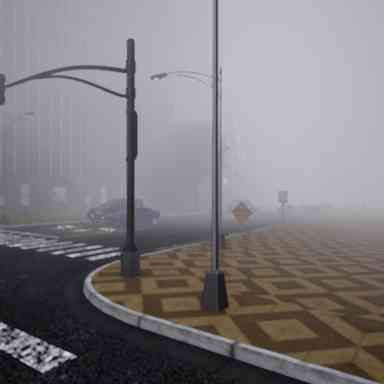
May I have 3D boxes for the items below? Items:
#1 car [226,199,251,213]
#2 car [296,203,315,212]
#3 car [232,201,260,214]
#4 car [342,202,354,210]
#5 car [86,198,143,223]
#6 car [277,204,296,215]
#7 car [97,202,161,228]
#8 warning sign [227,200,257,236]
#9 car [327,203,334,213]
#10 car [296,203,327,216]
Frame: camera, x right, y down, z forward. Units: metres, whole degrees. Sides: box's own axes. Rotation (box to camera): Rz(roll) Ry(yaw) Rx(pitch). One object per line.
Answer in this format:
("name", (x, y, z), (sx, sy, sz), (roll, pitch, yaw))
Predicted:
("car", (7.034, 2.005, 48.856), (2.150, 2.045, 5.566), (0, -1, 33))
("car", (18.729, 2.566, 54.968), (1.994, 1.385, 4.181), (0, -1, 33))
("car", (7.300, 2.273, 43.283), (1.994, 1.385, 4.181), (0, -1, 33))
("car", (31.105, 2.750, 66.173), (1.801, 1.575, 5.366), (0, -1, 33))
("car", (-6.229, 1.564, 28.197), (2.150, 2.045, 5.566), (0, -1, 33))
("car", (13.221, 2.347, 46.273), (1.812, 1.442, 4.674), (0, -1, 33))
("car", (-4.394, 1.800, 25.035), (1.882, 1.535, 5.008), (0, -1, 33))
("warning sign", (2.817, 1.440, 18.738), (1.300, 1.860, 1.060), (1, 1, 33))
("car", (21.467, 2.516, 53.217), (1.837, 1.490, 4.892), (0, -1, 33))
("car", (16.188, 2.385, 44.873), (2.033, 1.411, 5.357), (0, -1, 33))
